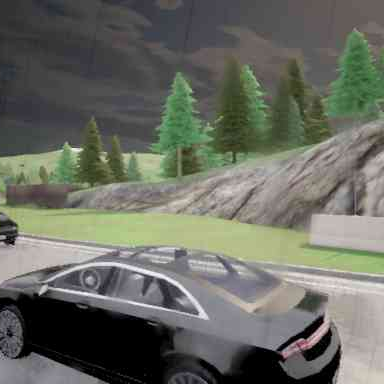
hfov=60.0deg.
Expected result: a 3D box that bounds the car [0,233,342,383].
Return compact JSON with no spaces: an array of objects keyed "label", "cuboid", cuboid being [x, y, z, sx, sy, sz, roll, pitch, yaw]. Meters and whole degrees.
[{"label":"car","cuboid":[-0.704,1.491,4.411,4.902,1.511,2.128,0,0,32]}]

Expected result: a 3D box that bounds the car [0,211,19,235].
[{"label":"car","cuboid":[-9.281,1.504,14.218,4.892,1.490,1.837,0,0,36]}]
